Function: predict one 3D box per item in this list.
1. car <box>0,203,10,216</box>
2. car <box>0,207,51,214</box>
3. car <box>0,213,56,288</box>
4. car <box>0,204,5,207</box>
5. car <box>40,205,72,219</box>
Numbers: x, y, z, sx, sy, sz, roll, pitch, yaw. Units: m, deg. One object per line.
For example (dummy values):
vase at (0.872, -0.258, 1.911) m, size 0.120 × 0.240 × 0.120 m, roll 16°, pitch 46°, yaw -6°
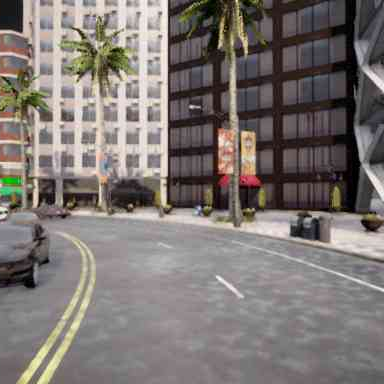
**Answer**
car at (-23.666, 2.040, 38.745) m, size 4.674 × 1.442 × 1.812 m, roll 0°, pitch -1°, yaw 24°
car at (-9.521, 1.773, 18.659) m, size 1.812 × 1.442 × 4.674 m, roll 0°, pitch -1°, yaw -35°
car at (-5.238, 1.605, 9.547) m, size 1.882 × 1.535 × 5.008 m, roll 0°, pitch -1°, yaw -18°
car at (-16.526, 1.574, 26.466) m, size 5.566 × 2.045 × 2.150 m, roll -1°, pitch -1°, yaw 39°
car at (-14.483, 1.990, 33.714) m, size 5.357 × 1.411 × 2.033 m, roll -1°, pitch -1°, yaw 35°
